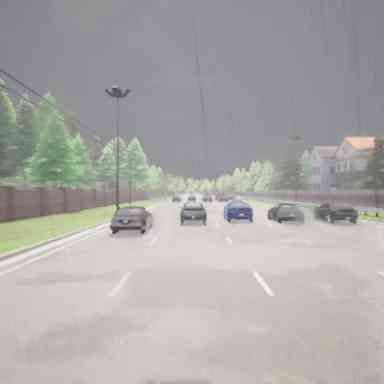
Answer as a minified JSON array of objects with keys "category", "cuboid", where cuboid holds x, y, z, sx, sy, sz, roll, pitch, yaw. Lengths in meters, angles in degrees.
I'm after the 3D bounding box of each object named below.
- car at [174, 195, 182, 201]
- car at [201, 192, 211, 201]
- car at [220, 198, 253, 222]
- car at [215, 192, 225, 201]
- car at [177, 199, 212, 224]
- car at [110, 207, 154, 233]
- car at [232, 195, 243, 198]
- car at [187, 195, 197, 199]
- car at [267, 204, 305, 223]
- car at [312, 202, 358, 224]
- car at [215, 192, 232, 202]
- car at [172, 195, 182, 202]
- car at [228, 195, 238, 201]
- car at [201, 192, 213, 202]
[{"category":"car","cuboid":[-3.497,1.411,84.528,1.812,1.442,4.674,0,0,0]},{"category":"car","cuboid":[3.503,1.112,84.558,2.150,2.045,5.566,0,0,0]},{"category":"car","cuboid":[3.601,1.495,26.564,1.882,1.535,5.008,0,0,0]},{"category":"car","cuboid":[7.003,1.112,84.558,2.150,2.045,5.566,0,0,0]},{"category":"car","cuboid":[0.102,1.508,24.928,2.128,1.511,4.902,0,0,0]},{"category":"car","cuboid":[-3.399,1.560,19.548,2.033,1.411,5.357,0,0,0]},{"category":"car","cuboid":[10.503,1.565,74.524,1.812,1.442,4.674,0,0,0]},{"category":"car","cuboid":[0.003,1.539,74.108,1.837,1.490,4.892,0,0,0]},{"category":"car","cuboid":[7.101,1.581,25.536,1.994,1.385,4.181,0,0,0]},{"category":"car","cuboid":[10.601,1.521,24.994,1.837,1.490,4.892,0,0,0]},{"category":"car","cuboid":[7.003,1.396,74.494,2.097,1.767,4.553,0,0,0]},{"category":"car","cuboid":[-3.497,1.539,74.108,1.837,1.490,4.892,0,0,0]},{"category":"car","cuboid":[10.503,1.439,84.528,1.994,1.385,4.181,0,0,0]},{"category":"car","cuboid":[3.503,1.395,74.495,2.097,1.767,4.553,0,0,0]}]
